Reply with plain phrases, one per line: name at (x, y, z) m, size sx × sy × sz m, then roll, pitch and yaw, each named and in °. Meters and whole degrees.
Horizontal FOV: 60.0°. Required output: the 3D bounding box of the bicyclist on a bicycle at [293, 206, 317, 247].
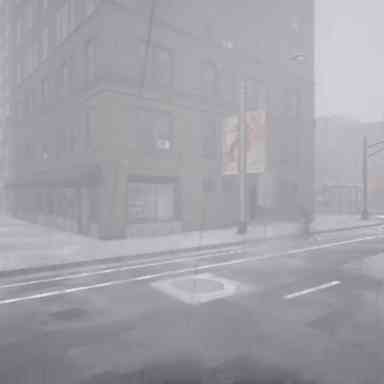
bicyclist on a bicycle at (4.700, 1.411, 13.771) m, size 1.656 × 1.620 × 0.582 m, roll -1°, pitch 0°, yaw -36°
